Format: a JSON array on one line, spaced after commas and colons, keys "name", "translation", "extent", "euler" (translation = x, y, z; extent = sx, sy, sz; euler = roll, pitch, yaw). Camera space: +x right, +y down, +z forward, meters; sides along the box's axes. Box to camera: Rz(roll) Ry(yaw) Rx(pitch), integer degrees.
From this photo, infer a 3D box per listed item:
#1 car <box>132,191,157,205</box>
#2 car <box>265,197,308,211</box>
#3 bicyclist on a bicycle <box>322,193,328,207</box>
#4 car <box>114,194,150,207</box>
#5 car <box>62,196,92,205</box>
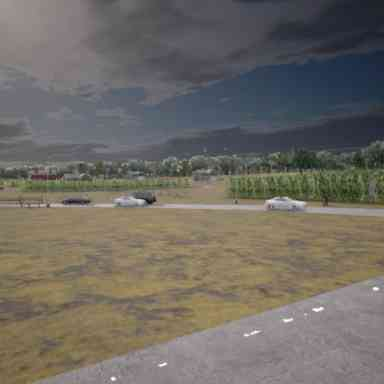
[{"name": "car", "translation": [-8.092, 0.950, 50.133], "extent": [5.566, 2.045, 2.150], "euler": [0, 2, 18]}, {"name": "car", "translation": [10.278, 1.269, 36.499], "extent": [4.674, 1.442, 1.812], "euler": [0, 2, 40]}, {"name": "bicyclist on a bicycle", "translation": [15.888, 0.988, 39.717], "extent": [0.582, 1.620, 1.656], "euler": [1, 1, 43]}, {"name": "car", "translation": [-8.817, 1.348, 47.410], "extent": [4.674, 1.442, 1.812], "euler": [0, 2, 19]}, {"name": "car", "translation": [-18.149, 1.291, 52.405], "extent": [4.674, 1.442, 1.812], "euler": [0, 2, 7]}]
